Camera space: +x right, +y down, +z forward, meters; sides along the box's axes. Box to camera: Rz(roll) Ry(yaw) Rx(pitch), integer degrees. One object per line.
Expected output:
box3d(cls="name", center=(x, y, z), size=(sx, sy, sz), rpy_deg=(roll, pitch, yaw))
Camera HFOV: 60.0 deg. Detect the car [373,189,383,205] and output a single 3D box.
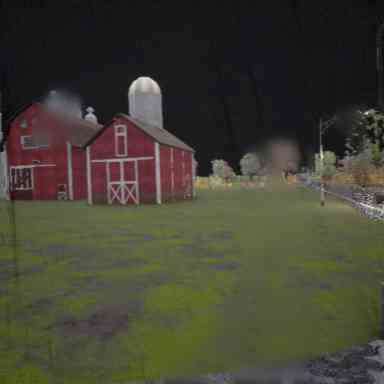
box3d(cls="car", center=(16.117, 0.418, 26.862), size=(2.033, 1.411, 5.357), rpy_deg=(-1, 2, 17))
